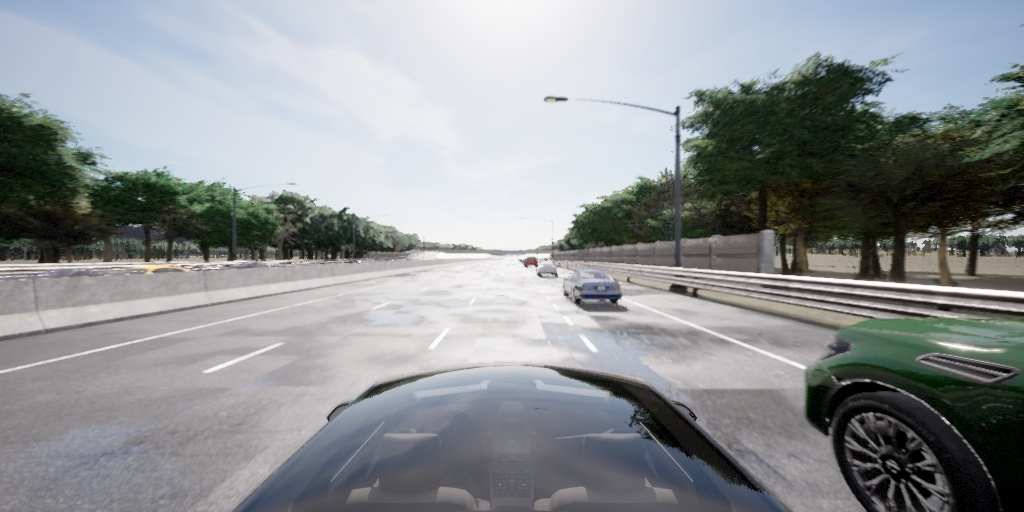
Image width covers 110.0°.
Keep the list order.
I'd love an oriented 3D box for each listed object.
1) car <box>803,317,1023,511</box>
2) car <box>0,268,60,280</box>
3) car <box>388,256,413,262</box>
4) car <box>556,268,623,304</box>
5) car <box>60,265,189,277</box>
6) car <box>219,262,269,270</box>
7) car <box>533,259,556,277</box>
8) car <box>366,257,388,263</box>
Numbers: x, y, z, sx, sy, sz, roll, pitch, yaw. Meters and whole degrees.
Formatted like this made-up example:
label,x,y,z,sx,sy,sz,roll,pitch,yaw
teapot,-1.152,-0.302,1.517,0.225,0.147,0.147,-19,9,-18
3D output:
label,x,y,z,sx,sy,sz,roll,pitch,yaw
car,3.506,0.794,0.583,2.150,2.045,5.566,0,0,0
car,-21.100,1.281,17.238,2.033,1.411,5.357,0,0,0
car,-17.569,1.001,57.710,2.150,2.045,5.566,0,0,0
car,3.488,1.299,16.489,2.033,1.411,5.357,0,0,0
car,-17.600,1.216,17.279,1.882,1.535,5.008,0,0,0
car,-28.084,1.290,37.870,2.033,1.411,5.357,0,0,1
car,3.469,1.306,36.265,1.812,1.442,4.674,0,0,0
car,-21.072,1.333,57.255,1.994,1.385,4.181,0,0,0
